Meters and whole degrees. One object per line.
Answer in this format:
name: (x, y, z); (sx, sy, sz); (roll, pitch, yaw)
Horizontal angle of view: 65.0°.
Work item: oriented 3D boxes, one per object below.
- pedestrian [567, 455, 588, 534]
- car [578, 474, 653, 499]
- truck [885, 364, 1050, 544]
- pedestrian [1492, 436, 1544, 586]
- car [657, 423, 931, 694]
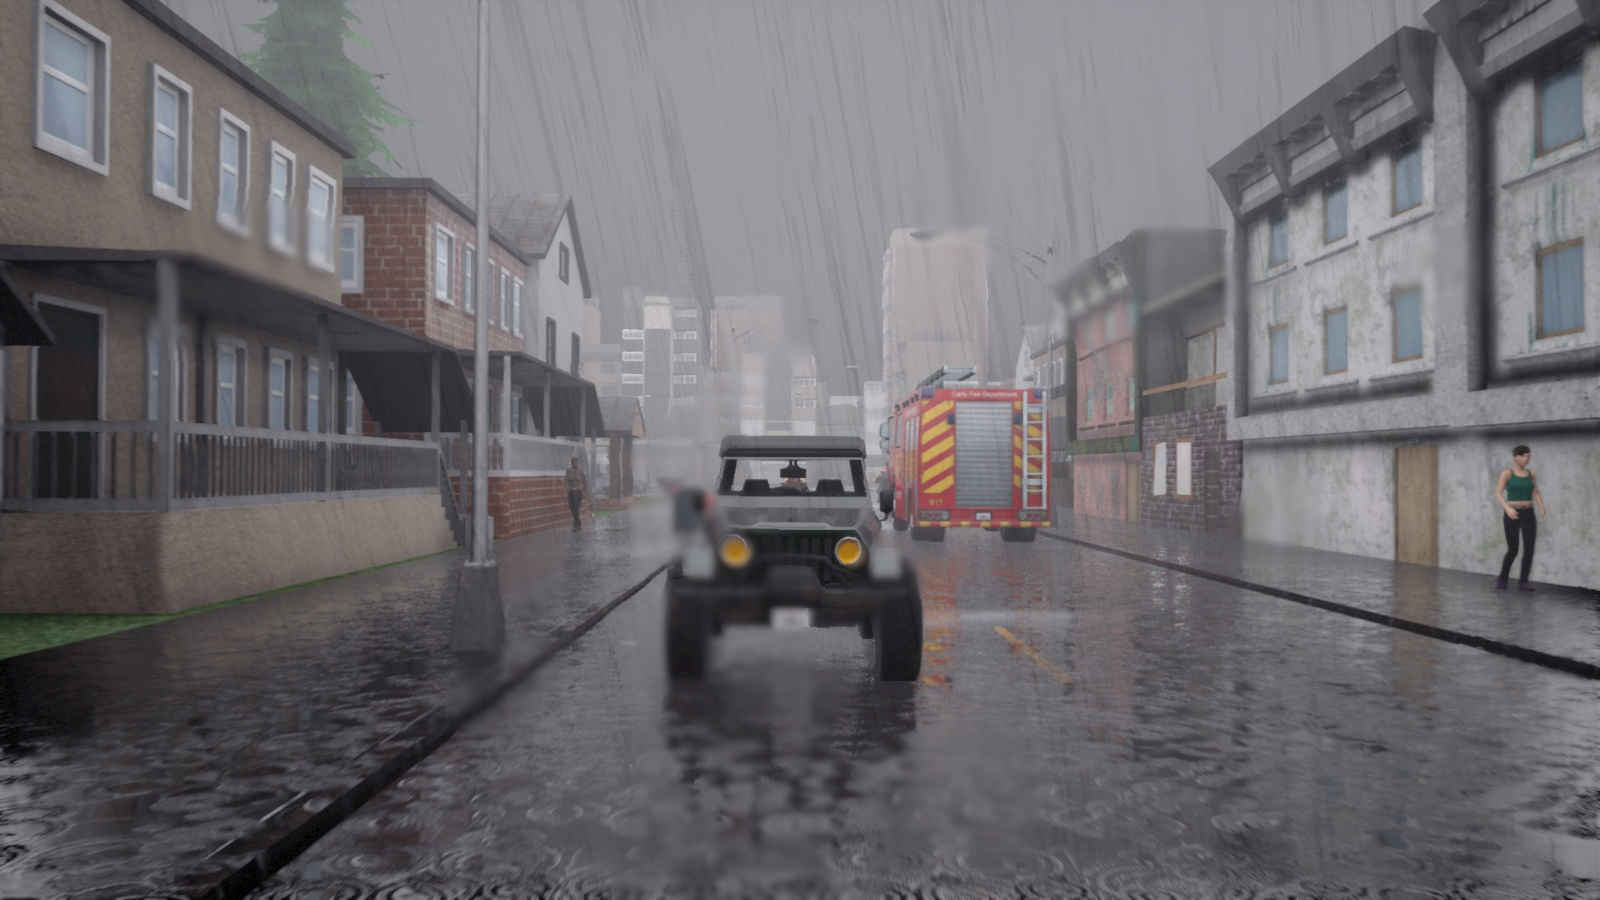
pedestrian: (-5.265, 1.037, 29.703); (0.331, 1.846, 0.634); (0, -1, 5)
car: (-10.904, 2.157, 74.473); (4.181, 1.385, 1.994); (0, -1, 0)
truck: (3.863, 0.148, 30.997); (2.891, 3.827, 8.468); (0, -1, 0)
pedestrian: (8.936, 0.748, 15.632); (0.345, 1.836, 0.594); (0, -1, 8)
car: (-0.048, 0.788, 10.701); (1.905, 1.878, 3.866); (0, -1, 0)
